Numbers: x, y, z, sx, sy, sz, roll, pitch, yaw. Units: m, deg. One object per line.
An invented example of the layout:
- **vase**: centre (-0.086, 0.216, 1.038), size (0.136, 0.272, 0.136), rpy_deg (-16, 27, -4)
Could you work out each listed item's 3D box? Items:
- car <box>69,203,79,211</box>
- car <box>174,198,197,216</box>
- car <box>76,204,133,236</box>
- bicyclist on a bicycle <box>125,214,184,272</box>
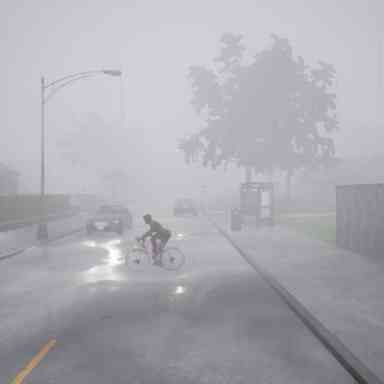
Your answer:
- **car**: centre (-13.672, 1.355, 33.109), size (5.357, 1.415, 2.033), rpy_deg (0, 0, 1)
- **car**: centre (-0.661, 1.355, 32.196), size (2.097, 1.767, 4.553), rpy_deg (0, 0, -1)
- **car**: centre (-4.503, 1.491, 18.662), size (2.128, 1.511, 4.902), rpy_deg (0, 0, -1)
- **bicyclist on a bicycle**: centre (-1.059, 1.449, 9.311), size (1.656, 1.620, 0.582), rpy_deg (-2, 0, -1)
